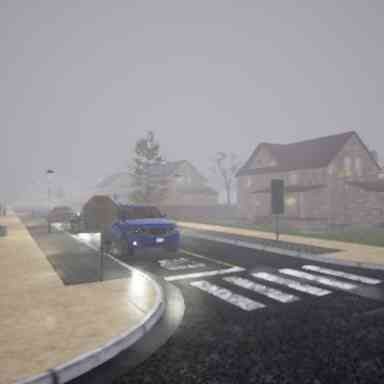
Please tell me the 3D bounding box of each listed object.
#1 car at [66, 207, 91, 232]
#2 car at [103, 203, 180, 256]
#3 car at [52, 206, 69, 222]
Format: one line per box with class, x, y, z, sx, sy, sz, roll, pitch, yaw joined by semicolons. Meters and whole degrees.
car;-7.505;2.068;24.060;1.994;1.385;4.181;0;-1;-29
car;-2.563;1.544;15.133;2.150;2.045;5.566;0;-1;-29
car;-13.397;2.203;34.652;1.882;1.535;5.008;0;-1;-29
